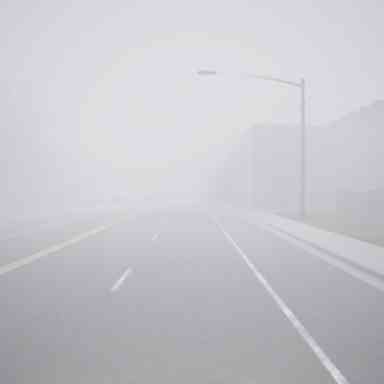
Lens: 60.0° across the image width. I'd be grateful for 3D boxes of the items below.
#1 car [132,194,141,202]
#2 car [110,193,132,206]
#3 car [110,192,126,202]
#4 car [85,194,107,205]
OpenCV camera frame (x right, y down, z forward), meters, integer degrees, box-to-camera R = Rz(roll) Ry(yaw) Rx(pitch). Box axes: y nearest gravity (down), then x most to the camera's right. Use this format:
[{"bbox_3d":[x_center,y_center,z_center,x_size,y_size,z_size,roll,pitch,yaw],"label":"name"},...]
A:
[{"bbox_3d":[-10.530,1.117,61.399,1.812,1.442,4.674,0,0,0],"label":"car"},{"bbox_3d":[-10.562,1.277,48.704,1.895,1.301,4.718,0,0,0],"label":"car"},{"bbox_3d":[-14.011,0.931,63.299,2.097,1.767,4.553,0,0,0],"label":"car"},{"bbox_3d":[-14.061,1.026,48.927,2.097,1.767,4.553,0,0,0],"label":"car"}]
